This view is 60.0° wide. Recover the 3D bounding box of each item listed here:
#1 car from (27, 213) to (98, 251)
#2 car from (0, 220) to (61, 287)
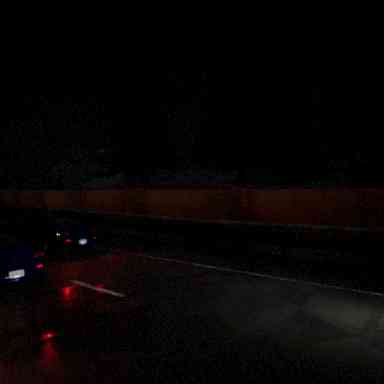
[{"bbox_3d":[-5.524,1.539,12.977,4.674,1.442,1.812,0,0,40],"label":"car"},{"bbox_3d":[-5.413,1.533,8.334,4.674,1.442,1.812,0,0,39],"label":"car"}]
